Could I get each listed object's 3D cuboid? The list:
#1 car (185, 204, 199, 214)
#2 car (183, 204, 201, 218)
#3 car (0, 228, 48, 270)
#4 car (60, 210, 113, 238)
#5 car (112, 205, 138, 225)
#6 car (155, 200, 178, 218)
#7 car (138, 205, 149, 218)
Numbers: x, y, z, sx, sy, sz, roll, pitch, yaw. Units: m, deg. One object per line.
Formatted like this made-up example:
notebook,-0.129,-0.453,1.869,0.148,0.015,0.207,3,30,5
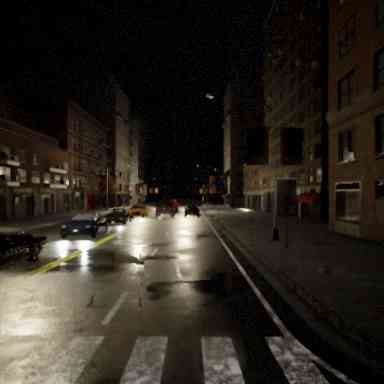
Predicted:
car,-0.007,2.597,51.523,2.033,1.411,5.357,0,-1,0
car,-0.005,2.356,41.105,1.837,1.490,4.892,0,-1,0
car,-6.597,1.887,10.833,1.895,1.301,4.718,0,-1,0
car,-6.591,2.033,20.759,1.994,1.385,4.181,0,-1,0
car,-6.598,2.197,30.442,2.033,1.411,5.357,0,-1,0
car,-3.255,2.073,41.139,2.150,2.045,5.566,0,-1,0
car,-6.556,2.329,41.191,1.882,1.535,5.008,0,-1,1
